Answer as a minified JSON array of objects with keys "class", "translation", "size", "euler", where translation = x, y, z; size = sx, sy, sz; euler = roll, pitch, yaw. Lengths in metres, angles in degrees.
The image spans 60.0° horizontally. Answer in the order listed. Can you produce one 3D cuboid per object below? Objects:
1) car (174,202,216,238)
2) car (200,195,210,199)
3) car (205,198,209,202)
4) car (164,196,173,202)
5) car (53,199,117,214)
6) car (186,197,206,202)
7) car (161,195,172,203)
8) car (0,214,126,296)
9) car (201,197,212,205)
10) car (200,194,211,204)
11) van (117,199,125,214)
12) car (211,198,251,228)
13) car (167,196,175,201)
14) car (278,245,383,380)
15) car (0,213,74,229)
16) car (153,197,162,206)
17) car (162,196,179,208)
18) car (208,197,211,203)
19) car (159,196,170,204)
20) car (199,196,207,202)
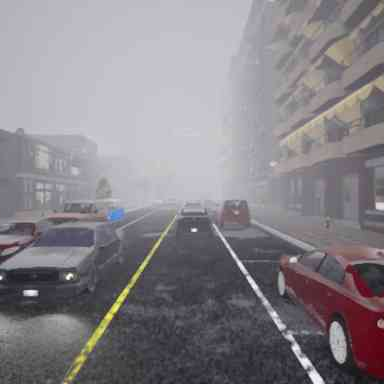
[{"class":"car","translation":[0.104,1.536,17.970],"size":[1.837,1.490,4.892],"euler":[0,0,0]},{"class":"car","translation":[2.717,1.656,56.717],"size":[2.008,1.369,4.403],"euler":[1,0,0]},{"class":"car","translation":[2.712,1.626,33.972],"size":[1.947,1.339,4.313],"euler":[1,0,0]},{"class":"car","translation":[-5.625,1.738,79.407],"size":[1.802,1.307,4.206],"euler":[1,0,0]},{"class":"car","translation":[-5.654,1.345,16.853],"size":[2.192,1.841,5.009],"euler":[1,0,0]},{"class":"car","translation":[0.109,1.554,35.379],"size":[2.128,1.511,4.902],"euler":[0,0,0]},{"class":"car","translation":[-5.624,1.583,73.722],"size":[1.967,1.590,4.097],"euler":[1,0,0]},{"class":"car","translation":[-3.097,1.563,9.057],"size":[2.033,1.411,5.357],"euler":[0,0,0]},{"class":"car","translation":[2.719,1.643,62.574],"size":[1.752,1.417,4.829],"euler":[1,0,0]},{"class":"car","translation":[2.723,1.445,68.092],"size":[2.192,1.841,5.009],"euler":[1,0,0]},{"class":"van","translation":[-5.637,1.381,22.540],"size":[1.690,1.788,3.998],"euler":[1,0,0]},{"class":"car","translation":[2.713,1.354,22.598],"size":[2.192,1.841,5.009],"euler":[1,0,0]},{"class":"car","translation":[-5.622,1.749,90.780],"size":[1.947,1.339,4.313],"euler":[1,0,0]},{"class":"car","translation":[2.705,1.554,5.538],"size":[1.887,1.381,4.507],"euler":[1,0,0]},{"class":"car","translation":[-5.682,1.602,11.166],"size":[1.802,1.307,4.206],"euler":[1,0,0]},{"class":"car","translation":[-5.630,1.631,56.491],"size":[1.752,1.417,4.829],"euler":[1,0,0]},{"class":"car","translation":[-3.055,1.643,51.841],"size":[2.033,1.411,5.357],"euler":[0,0,0]},{"class":"car","translation":[2.712,1.490,28.284],"size":[1.967,1.590,4.097],"euler":[1,0,0]},{"class":"car","translation":[-5.625,1.570,68.034],"size":[1.967,1.590,4.097],"euler":[1,0,0]},{"class":"car","translation":[2.723,1.735,85.150],"size":[1.947,1.339,4.313],"euler":[1,0,0]}]
